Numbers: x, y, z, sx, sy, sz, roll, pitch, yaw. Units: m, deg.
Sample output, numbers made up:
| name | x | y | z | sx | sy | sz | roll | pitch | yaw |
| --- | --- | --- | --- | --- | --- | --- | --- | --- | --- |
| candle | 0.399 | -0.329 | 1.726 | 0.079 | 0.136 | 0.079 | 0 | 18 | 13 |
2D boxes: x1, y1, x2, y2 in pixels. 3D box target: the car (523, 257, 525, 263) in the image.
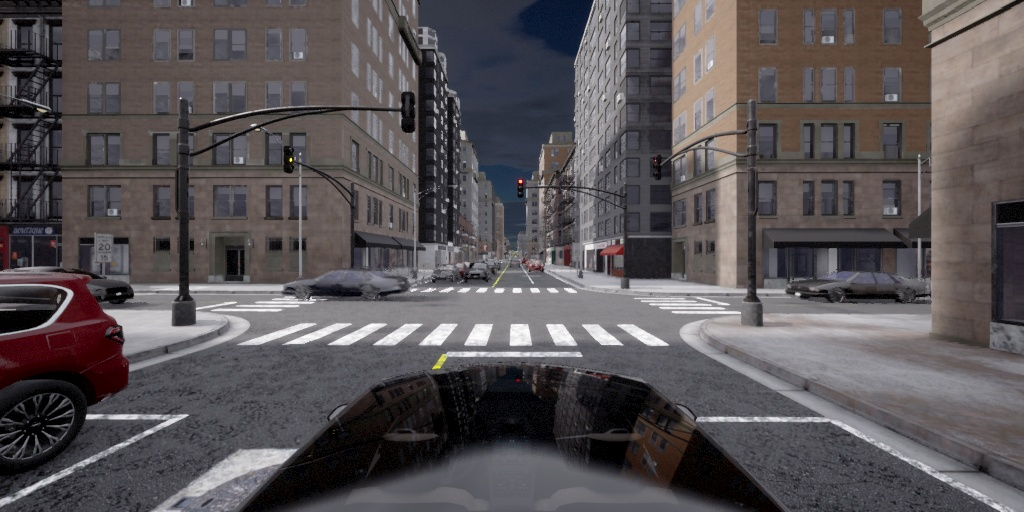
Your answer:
| name | x | y | z | sx | sy | sz | roll | pitch | yaw |
| --- | --- | --- | --- | --- | --- | --- | --- | --- | --- |
| car | 3.390 | 1.090 | 58.423 | 2.097 | 1.767 | 4.553 | 0 | 0 | 0 |

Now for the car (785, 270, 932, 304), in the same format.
| name | x | y | z | sx | sy | sz | roll | pitch | yaw |
| --- | --- | --- | --- | --- | --- | --- | --- | --- | --- |
| car | 15.798 | 1.373 | 16.454 | 5.357 | 1.411 | 2.033 | 0 | 0 | 0 |

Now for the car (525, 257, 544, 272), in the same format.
| name | x | y | z | sx | sy | sz | roll | pitch | yaw |
| --- | --- | --- | --- | --- | --- | --- | --- | --- | --- |
| car | 2.942 | 1.184 | 44.771 | 1.967 | 1.591 | 4.097 | 0 | 0 | 0 |

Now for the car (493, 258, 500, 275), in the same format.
| name | x | y | z | sx | sy | sz | roll | pitch | yaw |
| --- | --- | --- | --- | --- | --- | --- | --- | --- | --- |
| car | -2.591 | 1.252 | 38.653 | 1.837 | 1.490 | 4.892 | 0 | 0 | 0 |

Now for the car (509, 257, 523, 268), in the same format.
| name | x | y | z | sx | sy | sz | roll | pitch | yaw |
| --- | --- | --- | --- | --- | --- | --- | --- | --- | --- |
| car | 0.531 | 1.227 | 62.564 | 2.128 | 1.511 | 4.902 | 0 | 0 | 1 |

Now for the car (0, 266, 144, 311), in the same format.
| name | x | y | z | sx | sy | sz | roll | pitch | yaw |
| --- | --- | --- | --- | --- | --- | --- | --- | --- | --- |
| car | -17.432 | 1.185 | 13.694 | 4.892 | 1.490 | 1.837 | 0 | 0 | 0 |

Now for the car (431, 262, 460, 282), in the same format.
| name | x | y | z | sx | sy | sz | roll | pitch | yaw |
| --- | --- | --- | --- | --- | --- | --- | --- | --- | --- |
| car | -5.199 | 1.299 | 28.473 | 2.007 | 1.370 | 4.403 | 0 | 0 | 0 |

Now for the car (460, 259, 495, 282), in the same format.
| name | x | y | z | sx | sy | sz | roll | pitch | yaw |
| --- | --- | --- | --- | --- | --- | --- | --- | --- | --- |
| car | -2.662 | 1.253 | 28.502 | 1.837 | 1.490 | 4.892 | 0 | 0 | 0 |

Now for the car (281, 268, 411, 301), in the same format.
| name | x | y | z | sx | sy | sz | roll | pitch | yaw |
| --- | --- | --- | --- | --- | --- | --- | --- | --- | --- |
| car | -7.519 | 1.273 | 16.587 | 5.357 | 1.411 | 2.033 | 0 | 0 | 0 |

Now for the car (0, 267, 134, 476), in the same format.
| name | x | y | z | sx | sy | sz | roll | pitch | yaw |
| --- | --- | --- | --- | --- | --- | --- | --- | --- | --- |
| car | -5.389 | 1.065 | 2.011 | 2.192 | 1.841 | 5.009 | 0 | 0 | 0 |
